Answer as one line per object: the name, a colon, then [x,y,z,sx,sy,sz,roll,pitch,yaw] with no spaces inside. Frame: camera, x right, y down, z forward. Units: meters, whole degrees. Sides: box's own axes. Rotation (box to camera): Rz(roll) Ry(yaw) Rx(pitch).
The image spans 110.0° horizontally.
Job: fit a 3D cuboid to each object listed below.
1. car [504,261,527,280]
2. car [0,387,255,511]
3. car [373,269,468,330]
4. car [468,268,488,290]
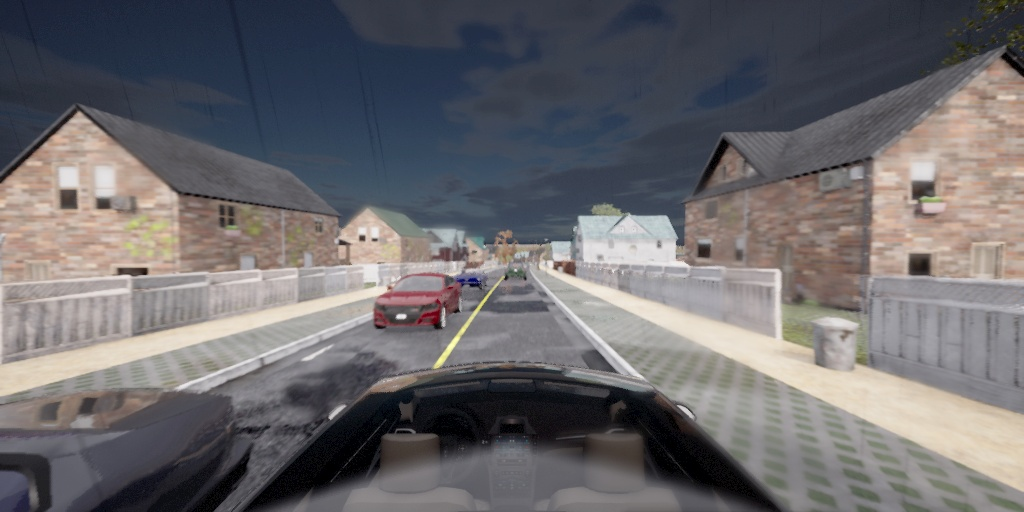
car: [0.385,1.351,34.818,2.097,1.767,4.553,0,-1,2]
car: [-2.835,1.289,0.255,2.033,1.411,5.357,0,0,0]
car: [-2.797,1.284,11.592,1.882,1.535,5.008,0,-1,0]
car: [-2.665,1.497,23.649,1.895,1.301,4.718,0,0,1]
